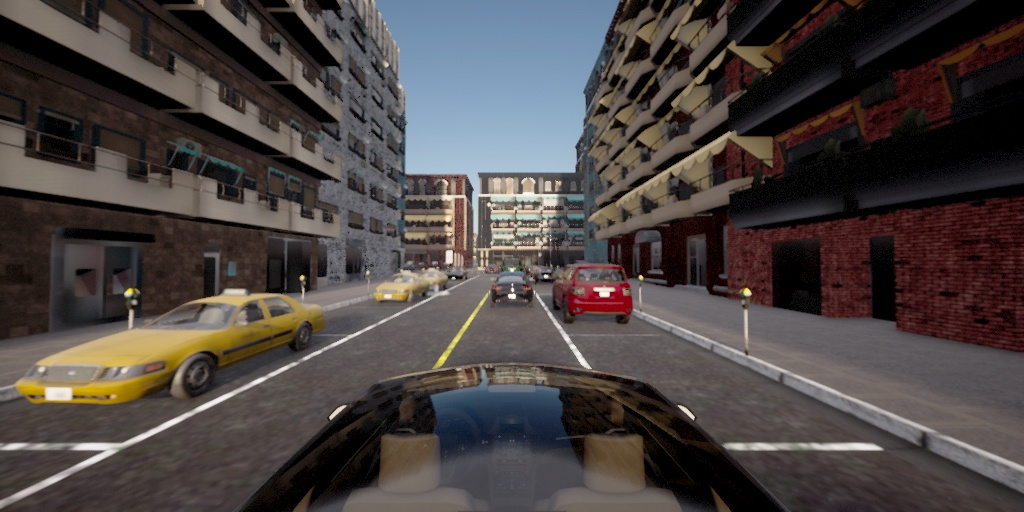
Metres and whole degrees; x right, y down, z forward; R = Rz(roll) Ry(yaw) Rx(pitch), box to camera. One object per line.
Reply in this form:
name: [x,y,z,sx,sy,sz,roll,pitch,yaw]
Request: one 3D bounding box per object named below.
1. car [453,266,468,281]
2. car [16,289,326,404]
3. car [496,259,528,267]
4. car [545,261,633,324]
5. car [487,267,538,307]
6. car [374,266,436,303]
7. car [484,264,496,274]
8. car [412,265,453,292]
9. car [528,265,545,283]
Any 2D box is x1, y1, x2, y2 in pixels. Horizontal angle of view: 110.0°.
car: [-5.287,1.651,34.600,1.948,1.339,4.313,0,0,0]
car: [-5.321,1.323,6.611,1.751,1.417,4.829,0,0,0]
car: [-0.003,1.261,30.878,2.150,2.045,5.566,0,0,0]
car: [2.565,1.168,12.373,2.192,1.841,5.009,0,0,0]
car: [0.004,1.417,16.244,1.812,1.442,4.674,0,0,0]
car: [-5.307,1.434,17.738,1.751,1.417,4.829,0,0,0]
car: [-2.761,1.830,50.565,1.994,1.385,4.181,0,-1,0]
car: [-5.298,1.491,23.301,1.751,1.417,4.829,0,0,0]
car: [2.562,1.591,29.061,1.948,1.339,4.313,0,0,0]
